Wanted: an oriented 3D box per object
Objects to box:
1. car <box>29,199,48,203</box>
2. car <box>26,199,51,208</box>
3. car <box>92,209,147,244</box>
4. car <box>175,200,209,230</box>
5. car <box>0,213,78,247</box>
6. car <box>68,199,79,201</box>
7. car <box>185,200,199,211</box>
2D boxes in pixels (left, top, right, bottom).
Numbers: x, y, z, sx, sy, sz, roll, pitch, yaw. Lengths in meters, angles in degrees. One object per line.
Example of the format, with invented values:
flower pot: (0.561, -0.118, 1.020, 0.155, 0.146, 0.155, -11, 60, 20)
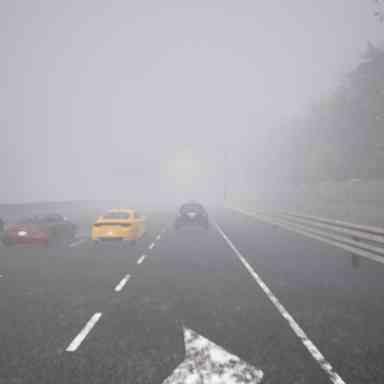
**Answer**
car: (-24.507, 2.005, 51.968, 1.895, 1.301, 4.718, 0, 0, 0)
car: (-28.010, 2.029, 60.790, 2.033, 1.411, 5.357, 0, -1, 0)
car: (-3.401, 1.588, 16.407, 1.882, 1.535, 5.008, 0, 0, 0)
car: (-0.001, 1.508, 22.697, 2.097, 1.767, 4.553, 0, 0, 0)
car: (-6.899, 1.668, 15.543, 1.994, 1.385, 4.181, 0, 0, 0)
car: (-21.017, 2.012, 58.661, 2.033, 1.411, 5.357, 0, -1, 0)
car: (-0.008, 1.869, 47.417, 1.837, 1.490, 4.892, 0, -1, 0)
